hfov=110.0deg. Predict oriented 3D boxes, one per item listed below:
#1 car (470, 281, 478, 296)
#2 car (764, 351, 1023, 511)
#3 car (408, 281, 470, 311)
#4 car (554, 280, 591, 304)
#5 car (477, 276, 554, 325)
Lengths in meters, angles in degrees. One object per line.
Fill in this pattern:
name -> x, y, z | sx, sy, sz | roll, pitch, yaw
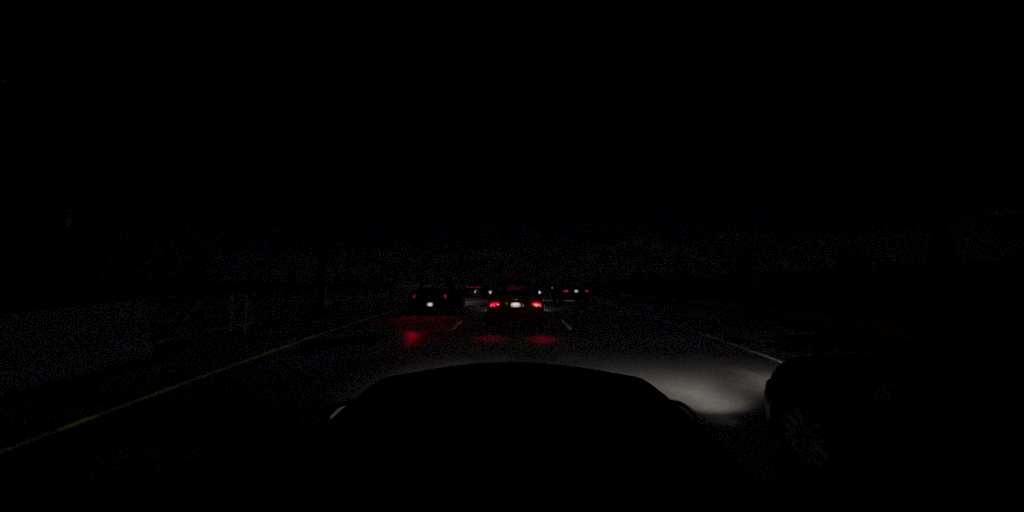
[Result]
car -> -3.392, 3.230, 35.278 | 1.837, 1.490, 4.892 | 0, -5, 0
car -> 3.600, 1.256, 1.837 | 1.837, 1.490, 4.892 | 0, 0, 0
car -> -3.395, 1.863, 17.099 | 1.895, 1.301, 4.718 | 0, -4, 0
car -> 3.607, 2.227, 22.607 | 2.033, 1.411, 5.357 | 0, -5, 0
car -> 0.104, 1.568, 12.798 | 2.033, 1.411, 5.357 | 0, -3, 0
